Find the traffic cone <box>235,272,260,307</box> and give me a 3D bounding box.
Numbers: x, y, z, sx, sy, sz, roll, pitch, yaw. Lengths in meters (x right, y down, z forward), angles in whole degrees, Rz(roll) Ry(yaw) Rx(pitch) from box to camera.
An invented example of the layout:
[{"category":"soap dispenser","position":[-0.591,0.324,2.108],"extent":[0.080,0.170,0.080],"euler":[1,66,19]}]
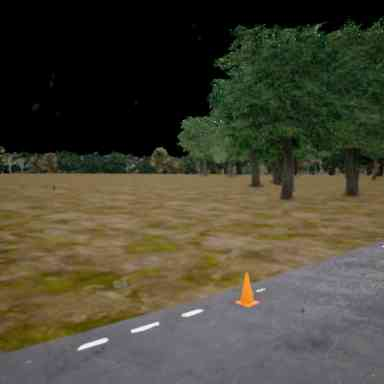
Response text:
[{"category":"traffic cone","position":[1.068,1.856,6.439],"extent":[0.340,0.580,0.340],"euler":[-2,1,-39]}]
